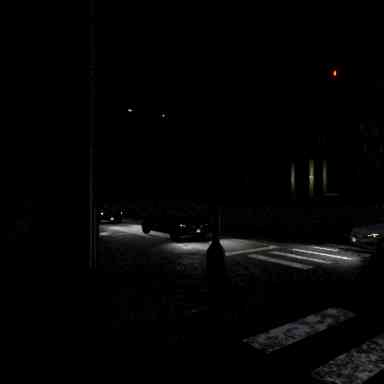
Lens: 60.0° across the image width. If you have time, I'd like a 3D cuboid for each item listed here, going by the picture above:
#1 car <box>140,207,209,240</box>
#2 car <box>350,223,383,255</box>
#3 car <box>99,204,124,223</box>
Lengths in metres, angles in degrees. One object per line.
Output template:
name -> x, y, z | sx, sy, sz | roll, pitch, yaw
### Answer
car -> -1.066, 1.530, 17.339 | 1.812, 1.442, 4.674 | 0, 0, -36
car -> 8.453, 1.529, 12.460 | 4.674, 1.442, 1.812 | 0, 1, 2
car -> -6.993, 1.607, 25.548 | 1.895, 1.301, 4.718 | 0, 0, -36
